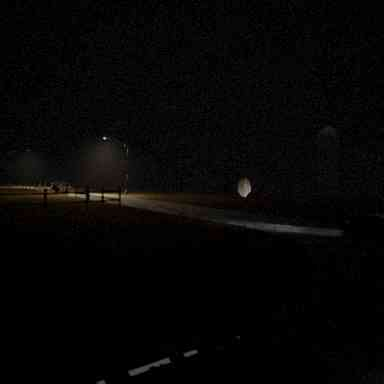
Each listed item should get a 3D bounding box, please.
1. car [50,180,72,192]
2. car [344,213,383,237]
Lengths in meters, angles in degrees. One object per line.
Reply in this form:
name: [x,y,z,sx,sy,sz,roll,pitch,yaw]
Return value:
car: [-19.468,-0.904,49.396,2.097,1.767,4.553,1,2,-36]
car: [9.104,1.328,14.226,4.718,1.301,1.895,3,2,25]
